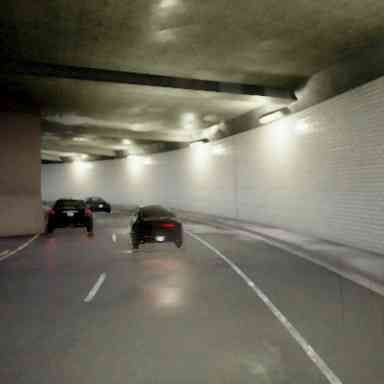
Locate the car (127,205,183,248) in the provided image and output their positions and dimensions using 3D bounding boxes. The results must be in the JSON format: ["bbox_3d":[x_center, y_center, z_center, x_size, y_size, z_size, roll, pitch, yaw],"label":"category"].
[{"bbox_3d":[-1.591,1.293,13.689,1.837,1.490,4.892,0,1,-12],"label":"car"}]

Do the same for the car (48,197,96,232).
[{"bbox_3d":[-6.626,1.076,18.168,2.097,1.767,4.553,0,1,-20],"label":"car"}]

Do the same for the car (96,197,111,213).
[{"bbox_3d":[-8.732,1.118,29.316,1.994,1.385,4.181,-1,1,-35],"label":"car"}]
